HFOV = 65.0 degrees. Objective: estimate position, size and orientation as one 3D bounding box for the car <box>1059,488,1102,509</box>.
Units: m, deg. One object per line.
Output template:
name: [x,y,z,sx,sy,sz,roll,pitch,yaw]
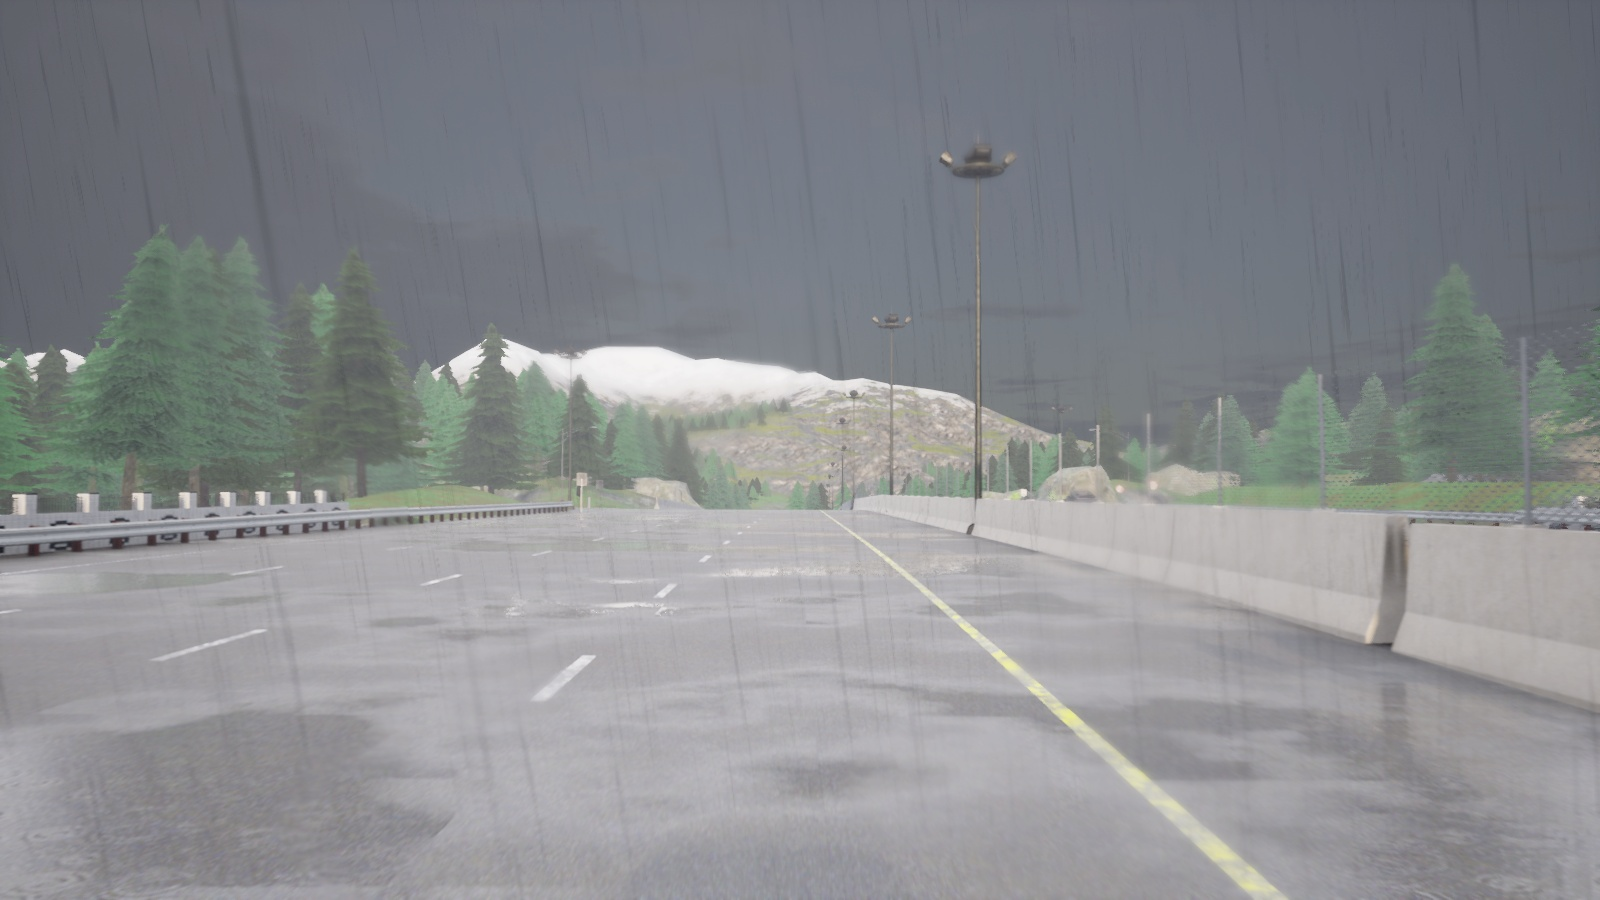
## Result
car: [20.783,3.603,93.198,2.128,1.511,4.902,0,-2,0]
